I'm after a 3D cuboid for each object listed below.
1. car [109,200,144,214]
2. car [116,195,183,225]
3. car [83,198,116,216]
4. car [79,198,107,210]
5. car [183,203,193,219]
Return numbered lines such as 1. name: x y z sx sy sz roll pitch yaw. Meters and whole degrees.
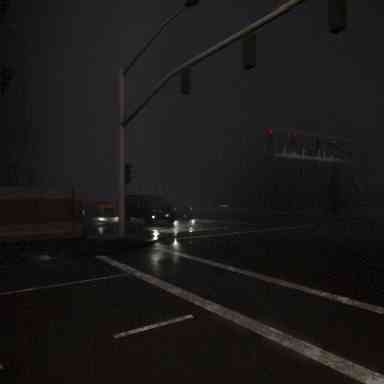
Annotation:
1. car: -7.111 1.601 35.918 1.895 1.301 4.718 0 0 -36
2. car: -3.282 1.222 24.587 2.150 2.045 5.566 0 0 -36
3. car: -9.045 1.478 32.612 1.882 1.535 5.008 0 0 -36
4. car: -13.315 1.547 44.569 2.033 1.411 5.357 0 0 -36
5. car: -1.867 1.352 28.620 2.097 1.767 4.553 0 0 -36
